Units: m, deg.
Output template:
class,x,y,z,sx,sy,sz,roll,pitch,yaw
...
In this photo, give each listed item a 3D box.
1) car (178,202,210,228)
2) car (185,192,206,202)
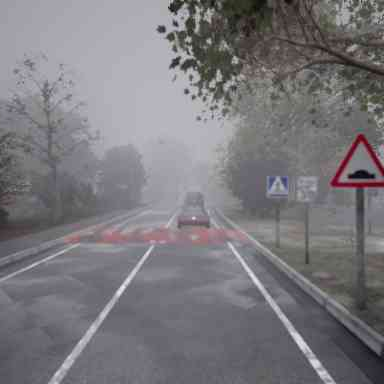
class,x,y,z,sx,sy,sz,roll,pitch,yaw
car,0.110,1.528,21.430,1.994,1.385,4.181,0,-1,0
car,0.388,1.019,39.248,2.150,2.045,5.566,0,0,2
